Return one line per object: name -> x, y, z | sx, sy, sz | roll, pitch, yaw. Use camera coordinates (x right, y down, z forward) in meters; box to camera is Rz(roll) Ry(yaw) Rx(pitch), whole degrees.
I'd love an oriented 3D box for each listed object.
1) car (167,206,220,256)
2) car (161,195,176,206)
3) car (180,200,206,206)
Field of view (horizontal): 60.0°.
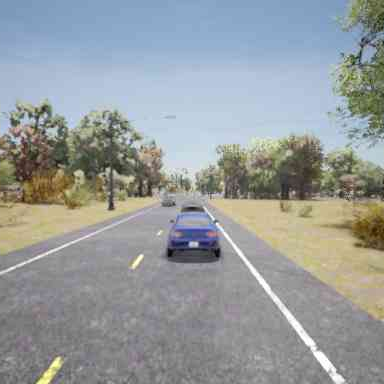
car -> 0.069, 1.504, 12.883 | 1.812, 1.442, 4.674 | 0, 0, 0
car -> -3.581, 1.268, 51.549 | 2.097, 1.767, 4.553 | 0, 0, 0
car -> 0.057, 1.461, 27.873 | 1.837, 1.490, 4.892 | 0, 1, 1
